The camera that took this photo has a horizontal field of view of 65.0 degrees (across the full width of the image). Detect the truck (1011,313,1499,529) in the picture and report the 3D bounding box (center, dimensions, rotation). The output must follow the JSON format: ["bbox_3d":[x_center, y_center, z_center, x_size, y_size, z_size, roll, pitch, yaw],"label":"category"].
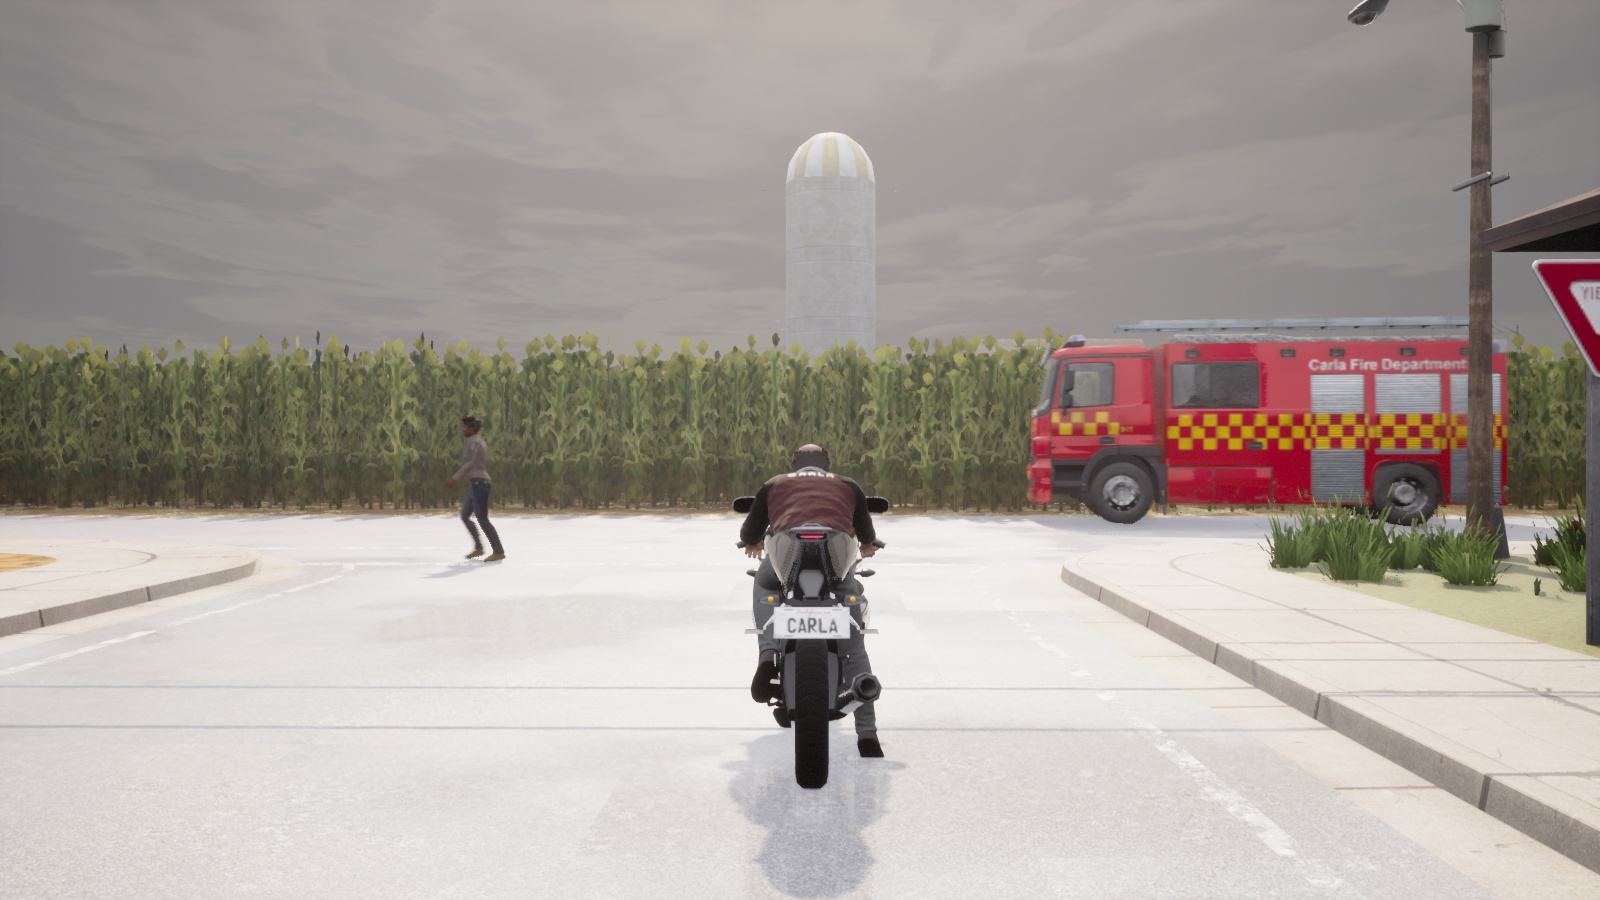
[{"bbox_3d":[8.409,-0.522,24.305,8.468,3.827,2.891,0,0,8],"label":"truck"}]

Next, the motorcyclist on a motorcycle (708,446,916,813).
[{"bbox_3d":[0.055,0.746,6.339,0.866,1.530,2.191,0,0,0],"label":"motorcyclist on a motorcycle"}]

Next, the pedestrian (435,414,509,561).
[{"bbox_3d":[-4.089,0.457,15.676,0.869,1.805,0.328,0,0,-8],"label":"pedestrian"}]
